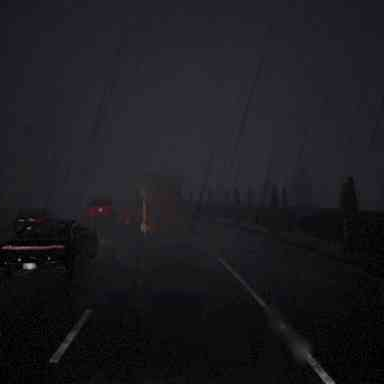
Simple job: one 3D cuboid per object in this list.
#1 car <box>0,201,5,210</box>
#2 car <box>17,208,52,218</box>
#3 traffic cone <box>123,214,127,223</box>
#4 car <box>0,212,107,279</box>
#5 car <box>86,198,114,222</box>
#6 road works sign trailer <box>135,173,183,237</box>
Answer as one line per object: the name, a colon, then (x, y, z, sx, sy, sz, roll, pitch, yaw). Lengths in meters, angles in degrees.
car: (-28.289, 2.077, 48.091, 2.128, 1.511, 4.902, 0, -1, -31)
car: (-9.443, 1.747, 20.466, 1.837, 1.490, 4.892, 0, -1, -12)
traffic cone: (-5.027, 2.240, 26.022, 0.340, 0.580, 0.340, 0, -1, -14)
car: (-4.228, 1.615, 10.528, 2.128, 1.511, 4.902, 0, -1, -6)
car: (-8.092, 1.549, 29.243, 2.150, 2.045, 5.566, 0, -1, -17)
road works sign trailer: (-1.912, 0.673, 19.596, 2.380, 3.560, 2.880, 0, -1, -14)
